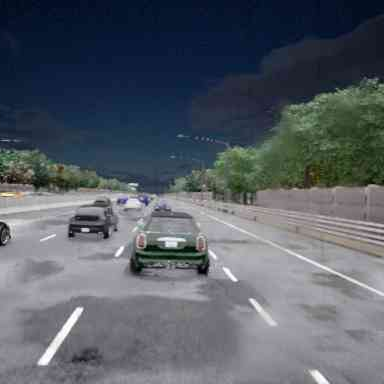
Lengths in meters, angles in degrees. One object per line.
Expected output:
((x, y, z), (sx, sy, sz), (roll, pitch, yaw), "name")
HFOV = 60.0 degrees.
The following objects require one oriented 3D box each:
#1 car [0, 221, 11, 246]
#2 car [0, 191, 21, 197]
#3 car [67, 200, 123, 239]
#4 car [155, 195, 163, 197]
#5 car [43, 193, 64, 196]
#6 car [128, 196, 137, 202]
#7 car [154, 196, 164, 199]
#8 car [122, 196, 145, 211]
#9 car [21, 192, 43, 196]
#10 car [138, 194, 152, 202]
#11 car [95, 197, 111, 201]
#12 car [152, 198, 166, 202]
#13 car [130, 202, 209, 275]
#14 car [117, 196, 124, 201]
((-7.805, 1.277, 11.095), (1.994, 1.385, 4.181), (3, 0, -5), "car")
((-29.625, 0.637, 55.032), (1.882, 1.535, 5.008), (3, -1, -5), "car")
((-4.844, 1.407, 16.815), (1.837, 1.490, 4.892), (3, -1, -6), "car")
((-7.442, 2.033, 79.947), (2.128, 1.511, 4.902), (3, -1, -6), "car")
((-22.673, 0.990, 55.686), (1.837, 1.490, 4.892), (3, -1, -5), "car")
((-14.787, 1.699, 83.266), (1.837, 1.490, 4.892), (3, -1, -6), "car")
((-5.701, 1.970, 61.924), (1.895, 1.301, 4.718), (3, -1, -6), "car")
((-7.181, 1.561, 40.985), (1.812, 1.442, 4.674), (3, -1, -6), "car")
((-26.158, 0.824, 55.445), (1.837, 1.490, 4.892), (3, 0, -5), "car")
((-9.168, 1.424, 61.642), (2.150, 2.045, 5.566), (3, -1, -6), "car")
((-10.576, 1.366, 39.759), (1.837, 1.490, 4.892), (3, -1, -6), "car")
((-3.447, 1.785, 38.647), (1.895, 1.301, 4.718), (3, -1, -6), "car")
((-0.745, 1.397, 10.827), (2.097, 1.767, 4.553), (3, 0, -5), "car")
((-12.655, 1.511, 61.258), (1.882, 1.535, 5.008), (3, -1, -6), "car")
